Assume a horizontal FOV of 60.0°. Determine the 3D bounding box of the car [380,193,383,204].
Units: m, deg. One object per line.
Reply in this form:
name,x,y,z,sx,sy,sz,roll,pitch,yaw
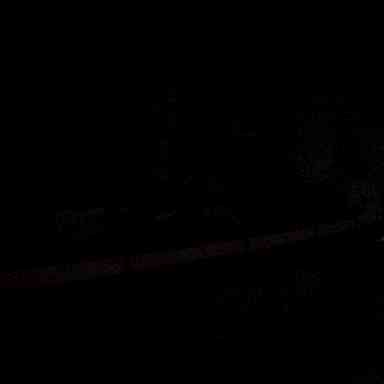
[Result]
car,36.613,1.206,61.427,2.150,2.045,5.566,0,0,14
